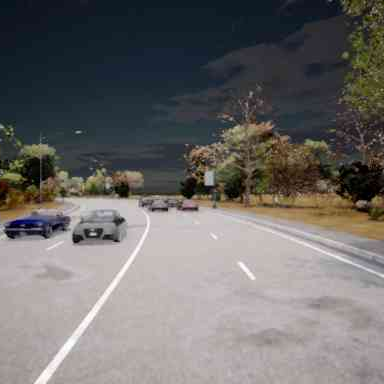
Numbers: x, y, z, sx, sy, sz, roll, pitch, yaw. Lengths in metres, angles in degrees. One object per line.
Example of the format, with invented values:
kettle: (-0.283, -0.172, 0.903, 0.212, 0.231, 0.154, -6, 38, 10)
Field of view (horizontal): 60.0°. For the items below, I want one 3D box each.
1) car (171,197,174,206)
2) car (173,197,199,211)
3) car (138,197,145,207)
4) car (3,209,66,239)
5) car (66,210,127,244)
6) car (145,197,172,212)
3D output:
car: (-3.289, 1.441, 49.786, 2.128, 1.511, 4.902, 0, 0, -18)
car: (-0.566, 1.522, 39.510, 1.994, 1.385, 4.181, 0, 0, -14)
car: (-6.697, 1.453, 48.949, 1.837, 1.490, 4.892, 0, 0, -18)
car: (-7.850, 1.587, 17.327, 1.895, 1.301, 4.718, 0, 0, -5)
car: (-4.228, 1.550, 15.748, 1.994, 1.385, 4.181, 0, 0, -4)
car: (-3.944, 1.522, 38.566, 1.994, 1.385, 4.181, 0, 0, -14)
